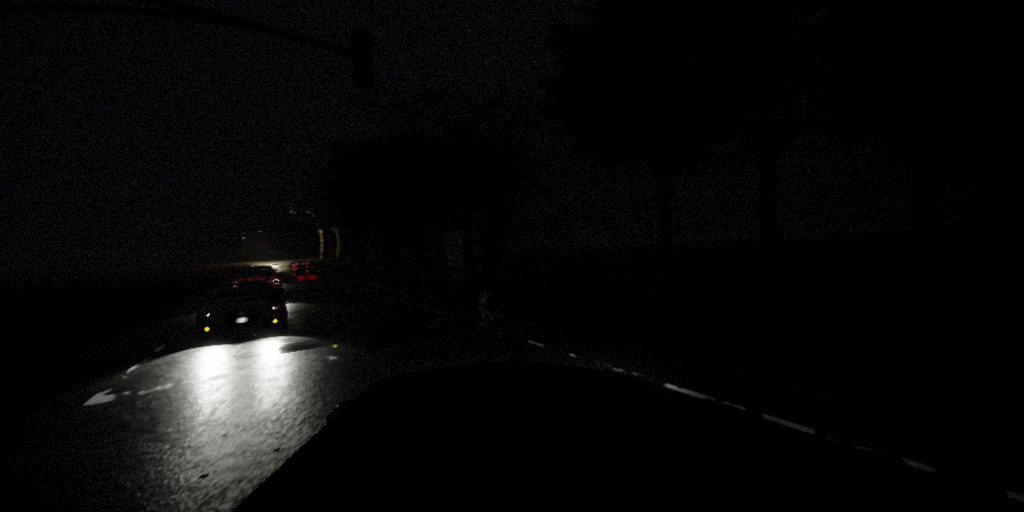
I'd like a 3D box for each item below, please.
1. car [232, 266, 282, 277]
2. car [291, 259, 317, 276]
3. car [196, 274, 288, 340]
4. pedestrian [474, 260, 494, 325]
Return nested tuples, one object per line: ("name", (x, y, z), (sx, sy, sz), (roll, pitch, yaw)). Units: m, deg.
("car", (-13.613, 1.338, 19.264), (2.097, 1.767, 4.553), (-3, 2, -34))
("car", (-22.761, 1.338, 39.623), (2.128, 1.511, 4.902), (-3, 2, -33))
("car", (-8.132, 1.499, 11.017), (1.994, 1.385, 4.181), (-3, 1, -33))
("pedestrian", (-0.788, 0.945, 9.800), (0.375, 1.860, 0.375), (-4, 3, -33))
